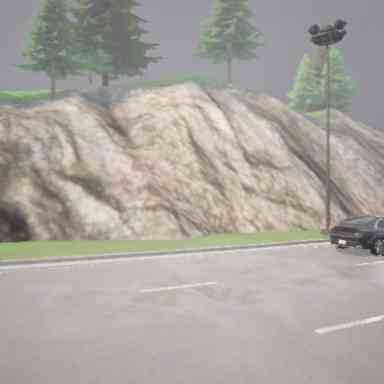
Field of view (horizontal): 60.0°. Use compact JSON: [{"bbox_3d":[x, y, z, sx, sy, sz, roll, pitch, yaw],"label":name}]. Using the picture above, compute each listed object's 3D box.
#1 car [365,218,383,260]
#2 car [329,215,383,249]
[{"bbox_3d":[8.047,1.681,10.405,4.902,1.511,2.128,1,-1,-28],"label":"car"},{"bbox_3d":[8.109,1.755,14.416,4.892,1.490,1.837,0,0,-28],"label":"car"}]
